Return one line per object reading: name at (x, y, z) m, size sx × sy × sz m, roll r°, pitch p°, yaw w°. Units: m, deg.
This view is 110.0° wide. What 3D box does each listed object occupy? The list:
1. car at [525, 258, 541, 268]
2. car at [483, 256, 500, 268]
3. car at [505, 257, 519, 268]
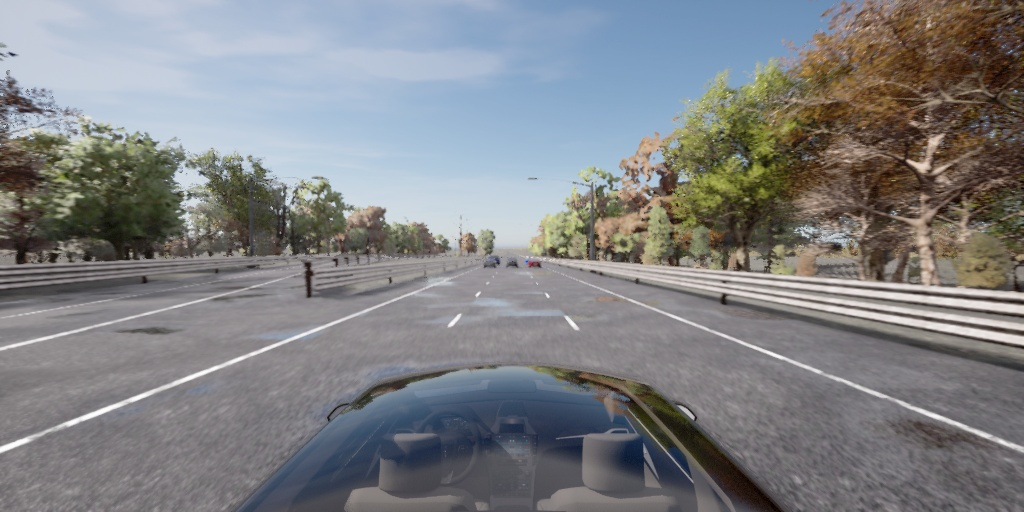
car at (3.553, 1.103, 56.518) m, size 1.882 × 1.535 × 5.008 m, roll 0°, pitch 0°, yaw 0°
car at (-3.446, 1.117, 56.525) m, size 2.128 × 1.511 × 4.902 m, roll 0°, pitch 0°, yaw 0°
car at (0.055, 1.130, 56.522) m, size 1.837 × 1.490 × 4.892 m, roll 0°, pitch 0°, yaw 0°
